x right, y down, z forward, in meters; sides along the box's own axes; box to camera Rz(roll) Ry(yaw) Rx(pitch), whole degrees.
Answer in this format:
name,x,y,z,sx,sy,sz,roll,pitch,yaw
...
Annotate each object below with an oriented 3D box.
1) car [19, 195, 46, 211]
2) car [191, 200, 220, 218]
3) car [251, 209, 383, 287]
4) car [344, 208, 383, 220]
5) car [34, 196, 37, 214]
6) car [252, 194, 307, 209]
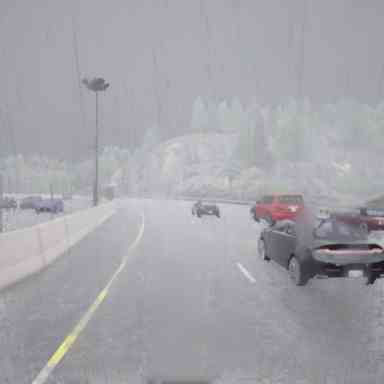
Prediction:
name,x,y,z,sx,sy,sz,roll,pitch,yaw
car,-19.367,1.243,40.622,2.097,1.767,4.553,0,0,-14
car,1.125,1.418,28.698,1.812,1.442,4.674,0,0,-9
car,3.225,1.450,9.237,2.128,1.511,4.902,0,0,-3
car,9.542,1.513,18.426,1.895,1.301,4.718,0,0,-5
car,-14.107,1.385,33.267,1.882,1.535,5.008,0,0,-11
car,5.632,1.128,22.035,2.150,2.045,5.566,0,0,-6
